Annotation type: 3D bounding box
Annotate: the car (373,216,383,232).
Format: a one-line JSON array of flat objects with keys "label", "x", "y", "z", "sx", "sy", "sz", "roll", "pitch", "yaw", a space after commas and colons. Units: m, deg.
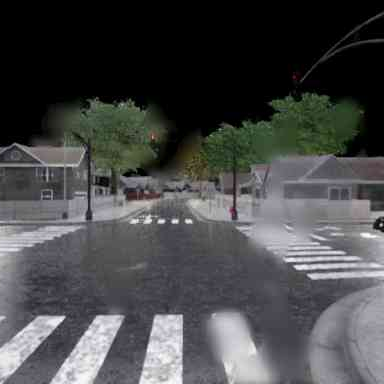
[{"label": "car", "x": 11.569, "y": 1.486, "z": 16.880, "sx": 4.181, "sy": 1.385, "sz": 1.994, "roll": 0, "pitch": 0, "yaw": -1}]
